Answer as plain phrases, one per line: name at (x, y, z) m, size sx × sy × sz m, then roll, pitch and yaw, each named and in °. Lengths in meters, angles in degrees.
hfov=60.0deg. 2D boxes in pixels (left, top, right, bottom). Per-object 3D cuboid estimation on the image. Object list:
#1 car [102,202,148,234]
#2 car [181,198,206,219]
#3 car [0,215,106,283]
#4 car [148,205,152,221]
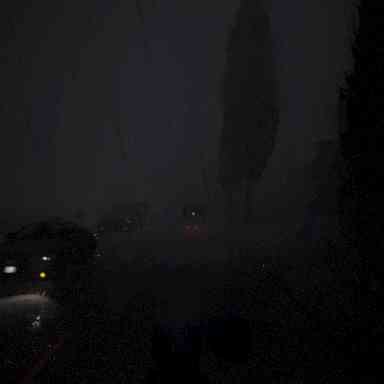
car at (-3.949, 1.455, 19.081) m, size 1.882 × 1.535 × 5.008 m, roll 0°, pitch 0°, yaw 0°
car at (0.140, 1.472, 28.367) m, size 1.837 × 1.490 × 4.892 m, roll 0°, pitch 0°, yaw 0°
car at (-4.075, 1.553, 9.450) m, size 1.994 × 1.385 × 4.181 m, roll 0°, pitch 0°, yaw 0°
car at (-3.995, 1.477, 23.971) m, size 1.837 × 1.490 × 4.892 m, roll 0°, pitch 0°, yaw 1°
